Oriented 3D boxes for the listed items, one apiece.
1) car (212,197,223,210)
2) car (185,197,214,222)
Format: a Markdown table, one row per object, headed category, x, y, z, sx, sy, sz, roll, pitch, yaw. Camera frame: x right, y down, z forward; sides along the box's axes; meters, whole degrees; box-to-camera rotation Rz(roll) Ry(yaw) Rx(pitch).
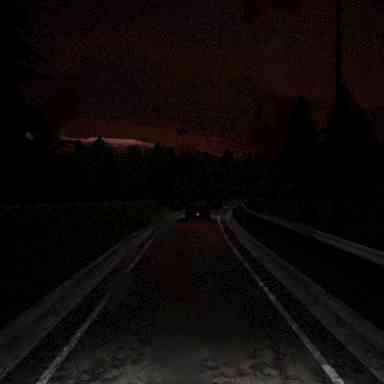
| category | x | y | z | sx | sy | sz | roll | pitch | yaw |
| --- | --- | --- | --- | --- | --- | --- | --- | --- | --- |
| car | 2.798 | 1.440 | 42.737 | 2.128 | 1.511 | 4.902 | 0 | 0 | 12 |
| car | 0.553 | 1.448 | 26.169 | 1.882 | 1.535 | 5.008 | 0 | 0 | 4 |
